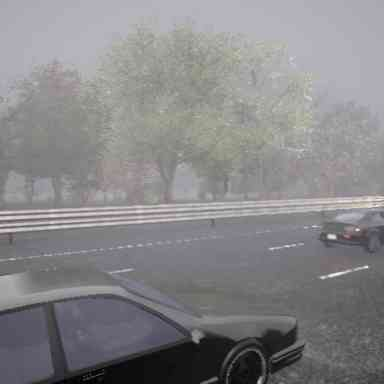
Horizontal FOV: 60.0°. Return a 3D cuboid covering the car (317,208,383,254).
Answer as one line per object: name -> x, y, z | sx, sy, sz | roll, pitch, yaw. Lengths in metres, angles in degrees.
car -> 6.680, 1.326, 12.556 | 4.674, 1.442, 1.812 | -1, 1, -33

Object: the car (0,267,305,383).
car -> -1.317, 1.523, 3.223 | 5.357, 1.411, 2.033 | -1, 1, -33
